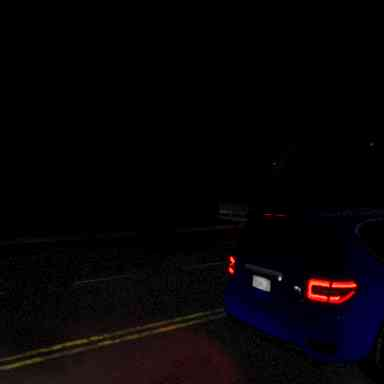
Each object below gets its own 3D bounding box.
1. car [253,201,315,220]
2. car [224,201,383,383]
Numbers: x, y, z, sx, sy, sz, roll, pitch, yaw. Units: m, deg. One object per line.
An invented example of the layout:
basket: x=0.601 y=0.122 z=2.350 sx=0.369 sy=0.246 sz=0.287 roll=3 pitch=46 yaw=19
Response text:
car: x=7.942 y=1.531 z=29.231 sx=2.033 sy=1.411 sz=5.357 roll=0 pitch=0 yaw=-31
car: x=3.109 y=1.218 z=5.557 sx=5.566 sy=2.045 sz=2.150 roll=0 pitch=0 yaw=-33
